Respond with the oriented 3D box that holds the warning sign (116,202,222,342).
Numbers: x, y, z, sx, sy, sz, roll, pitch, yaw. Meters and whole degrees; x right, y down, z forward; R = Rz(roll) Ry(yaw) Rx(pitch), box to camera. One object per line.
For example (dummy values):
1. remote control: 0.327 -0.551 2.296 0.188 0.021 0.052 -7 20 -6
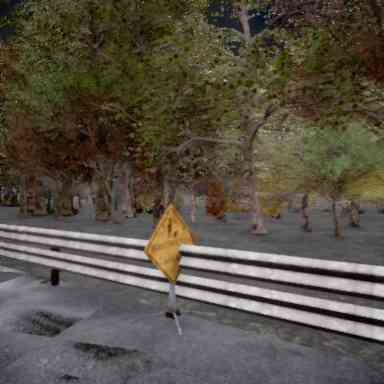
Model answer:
1. warning sign: -0.338 1.125 5.378 1.060 1.860 1.300 -2 0 36
